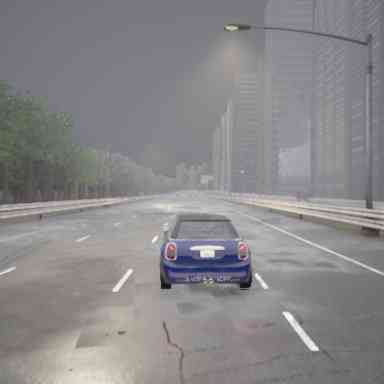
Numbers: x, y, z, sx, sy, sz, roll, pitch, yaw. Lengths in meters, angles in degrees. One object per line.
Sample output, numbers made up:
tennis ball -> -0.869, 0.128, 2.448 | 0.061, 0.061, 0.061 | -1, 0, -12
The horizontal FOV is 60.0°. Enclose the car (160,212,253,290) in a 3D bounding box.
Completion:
car -> 0.223, 1.357, 9.289 | 2.097, 1.767, 4.553 | 0, 0, -3
